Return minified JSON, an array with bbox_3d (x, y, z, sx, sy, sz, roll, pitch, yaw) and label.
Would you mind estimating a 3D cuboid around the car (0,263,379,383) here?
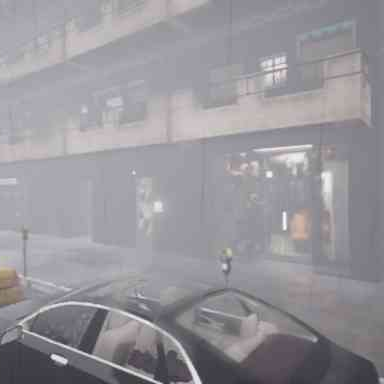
[{"bbox_3d":[-0.593,1.542,3.310,4.403,1.369,2.008,0,-1,36],"label":"car"}]
